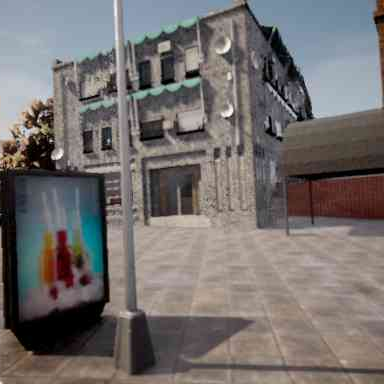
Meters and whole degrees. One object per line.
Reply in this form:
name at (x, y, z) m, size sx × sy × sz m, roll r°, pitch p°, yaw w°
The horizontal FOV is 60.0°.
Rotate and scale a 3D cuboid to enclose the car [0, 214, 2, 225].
car at (-22.150, 3.231, 37.567) m, size 1.895 × 1.301 × 4.718 m, roll -4°, pitch 2°, yaw 28°
